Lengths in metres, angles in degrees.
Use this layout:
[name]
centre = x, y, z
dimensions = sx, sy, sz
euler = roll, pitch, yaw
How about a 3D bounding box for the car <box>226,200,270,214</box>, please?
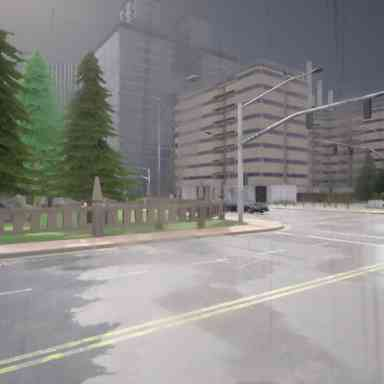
[car]
centre = 5.621, 1.547, 35.080
dimensions = 2.033, 1.411, 5.357
euler = 0, 0, -35
